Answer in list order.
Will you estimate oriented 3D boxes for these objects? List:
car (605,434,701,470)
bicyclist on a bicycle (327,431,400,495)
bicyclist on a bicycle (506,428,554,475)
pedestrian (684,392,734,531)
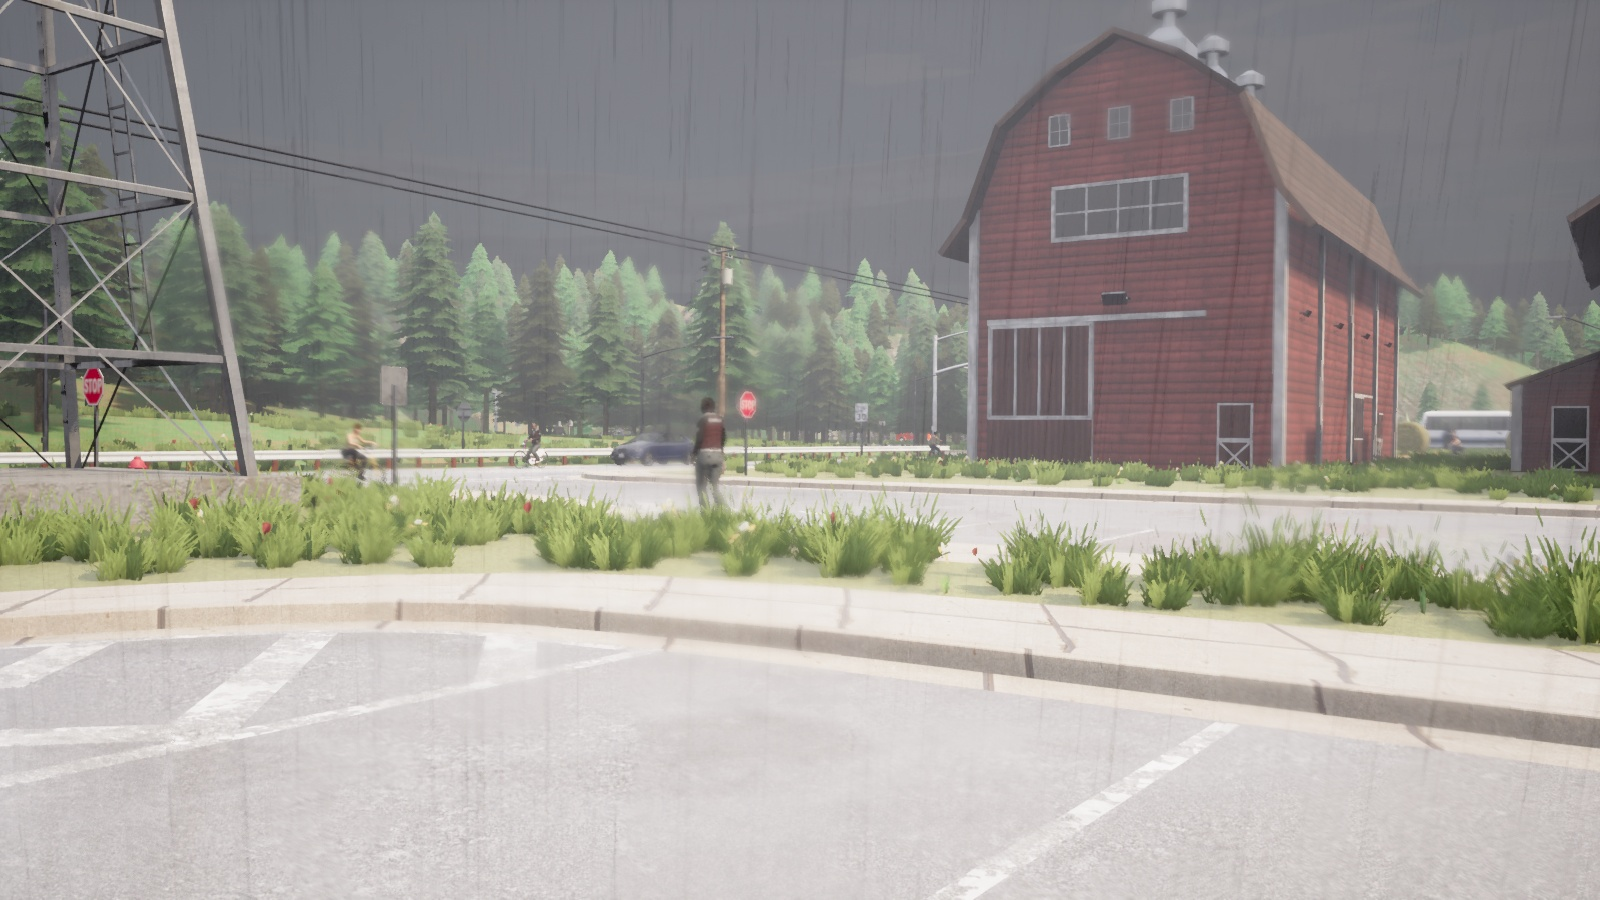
[{"bbox_3d":[-6.291,0.061,54.253,1.816,1.474,4.193,0,1,34],"label":"car"},{"bbox_3d":[-11.236,0.328,32.346,1.509,1.612,0.866,0,3,12],"label":"bicyclist on a bicycle"},{"bbox_3d":[-10.356,0.037,48.265,0.659,1.776,1.843,0,1,34],"label":"bicyclist on a bicycle"},{"bbox_3d":[-1.294,0.154,17.887,0.402,1.930,0.666,-1,1,-36],"label":"pedestrian"}]
